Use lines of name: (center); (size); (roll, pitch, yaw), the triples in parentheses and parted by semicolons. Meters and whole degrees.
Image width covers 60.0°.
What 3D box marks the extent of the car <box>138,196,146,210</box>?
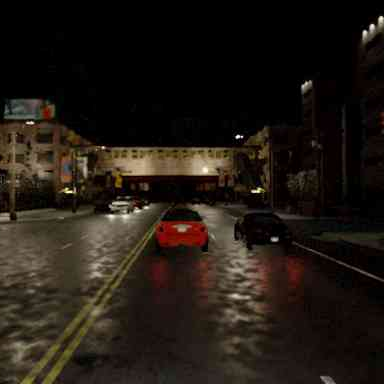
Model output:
car: (-9.011, 1.692, 52.099); (2.150, 2.045, 5.566); (0, 0, -1)

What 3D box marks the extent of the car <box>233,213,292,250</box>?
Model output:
car: (3.052, 1.641, 14.907); (1.812, 1.442, 4.674); (0, 0, -2)

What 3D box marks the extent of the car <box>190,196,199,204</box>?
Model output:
car: (0.564, 1.966, 80.573); (2.097, 1.767, 4.553); (0, 0, -2)

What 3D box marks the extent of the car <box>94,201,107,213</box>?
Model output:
car: (-11.571, 1.897, 44.173); (2.097, 1.535, 5.008); (0, 0, -3)

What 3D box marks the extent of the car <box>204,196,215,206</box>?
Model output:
car: (3.947, 2.198, 73.221); (1.895, 1.301, 4.718); (0, 0, -3)

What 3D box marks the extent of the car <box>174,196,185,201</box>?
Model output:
car: (-2.620, 1.822, 70.094); (2.150, 2.045, 5.566); (0, 0, -1)

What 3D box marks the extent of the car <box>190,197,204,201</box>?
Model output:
car: (0.879, 2.125, 70.195); (2.033, 1.411, 5.357); (0, 0, -1)

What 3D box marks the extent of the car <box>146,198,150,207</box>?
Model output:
car: (-9.464, 1.937, 64.990); (2.097, 1.767, 4.553); (0, 0, -2)

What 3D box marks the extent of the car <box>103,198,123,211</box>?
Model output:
car: (-11.958, 1.827, 50.589); (2.185, 1.767, 4.553); (0, 0, -3)

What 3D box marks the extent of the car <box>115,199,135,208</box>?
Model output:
car: (-12.338, 2.046, 61.356); (2.231, 1.521, 4.892); (0, 0, 7)

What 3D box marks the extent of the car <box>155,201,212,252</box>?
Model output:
car: (-0.453, 1.480, 14.822); (2.097, 1.767, 4.553); (0, 0, -2)

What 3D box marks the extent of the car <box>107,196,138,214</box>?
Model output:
car: (-8.633, 1.608, 41.800); (2.150, 2.045, 5.566); (0, 0, -2)
